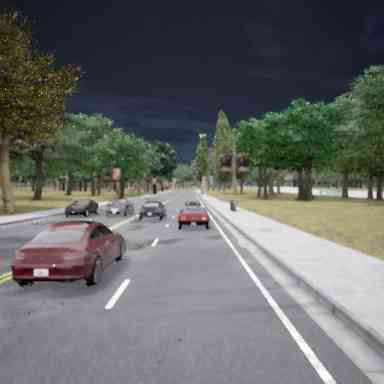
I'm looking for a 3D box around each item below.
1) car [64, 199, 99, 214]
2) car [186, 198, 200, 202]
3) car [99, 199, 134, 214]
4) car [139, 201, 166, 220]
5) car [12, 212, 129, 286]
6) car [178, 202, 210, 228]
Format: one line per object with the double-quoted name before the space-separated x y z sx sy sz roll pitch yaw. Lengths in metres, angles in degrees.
"car" -9.751 1.387 29.809 1.882 1.535 5.008 0 0 0
"car" 0.111 1.427 42.085 1.895 1.301 4.718 0 0 0
"car" -6.495 1.400 30.316 2.128 1.511 4.902 0 0 0
"car" -3.130 1.449 26.959 1.812 1.442 4.674 0 0 0
"car" -3.148 1.511 9.240 1.812 1.442 4.674 0 0 0
"car" 0.105 1.550 21.519 1.895 1.301 4.718 0 0 0
